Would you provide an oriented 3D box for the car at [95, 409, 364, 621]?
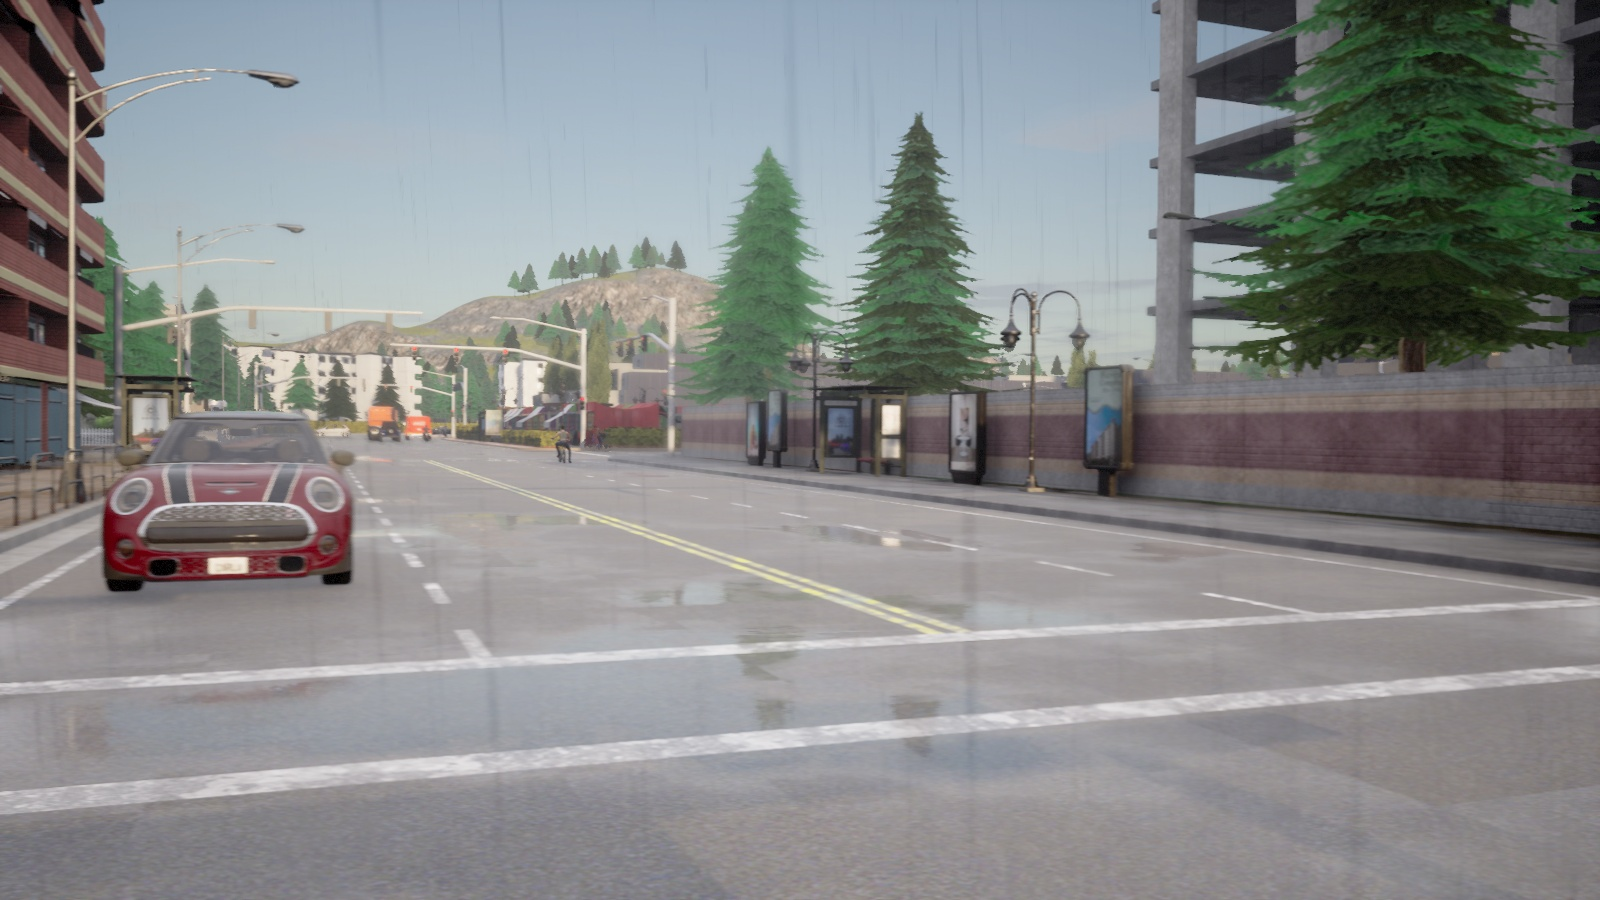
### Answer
[{"bbox_3d":[-5.727,0.507,13.012,2.097,1.767,4.553,-1,1,-21],"label":"car"}]
